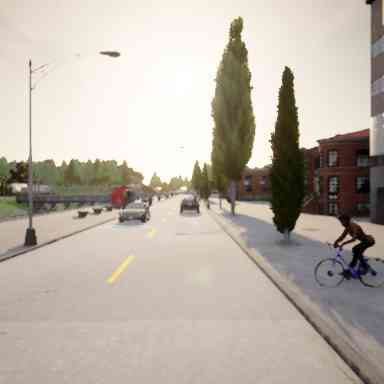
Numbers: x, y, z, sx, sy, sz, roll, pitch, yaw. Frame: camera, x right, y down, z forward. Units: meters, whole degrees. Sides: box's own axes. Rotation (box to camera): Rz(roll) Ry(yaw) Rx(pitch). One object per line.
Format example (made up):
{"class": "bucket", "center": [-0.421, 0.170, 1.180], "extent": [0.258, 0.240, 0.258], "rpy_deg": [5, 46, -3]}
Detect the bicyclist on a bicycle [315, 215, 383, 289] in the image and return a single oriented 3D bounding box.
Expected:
{"class": "bicyclist on a bicycle", "center": [3.513, 1.328, 7.316], "extent": [1.656, 1.620, 0.582], "rpy_deg": [0, 0, -1]}

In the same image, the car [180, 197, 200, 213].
{"class": "car", "center": [-0.243, 1.285, 36.070], "extent": [2.097, 1.767, 4.553], "rpy_deg": [0, 0, -1]}

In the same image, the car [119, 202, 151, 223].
{"class": "car", "center": [-4.235, 1.532, 25.242], "extent": [1.812, 1.442, 4.674], "rpy_deg": [0, 0, -1]}

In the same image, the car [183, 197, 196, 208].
{"class": "car", "center": [-0.364, 1.437, 47.843], "extent": [1.812, 1.442, 4.674], "rpy_deg": [0, 0, -1]}
